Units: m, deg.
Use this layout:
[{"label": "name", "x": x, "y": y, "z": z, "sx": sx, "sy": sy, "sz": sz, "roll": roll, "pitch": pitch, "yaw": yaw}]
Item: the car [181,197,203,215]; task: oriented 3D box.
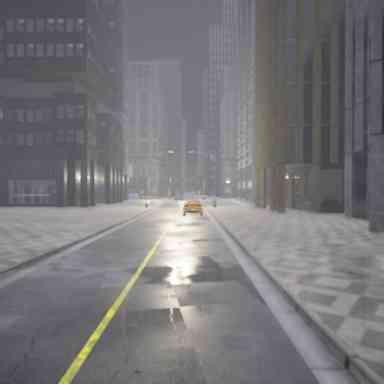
[{"label": "car", "x": 0.096, "y": 1.494, "z": 33.815, "sx": 1.882, "sy": 1.535, "sz": 5.008, "roll": 0, "pitch": 0, "yaw": 0}]

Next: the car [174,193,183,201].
[{"label": "car", "x": -3.002, "y": 1.261, "z": 76.810, "sx": 2.097, "sy": 1.767, "sz": 4.553, "roll": 0, "pitch": 0, "yaw": 0}]
